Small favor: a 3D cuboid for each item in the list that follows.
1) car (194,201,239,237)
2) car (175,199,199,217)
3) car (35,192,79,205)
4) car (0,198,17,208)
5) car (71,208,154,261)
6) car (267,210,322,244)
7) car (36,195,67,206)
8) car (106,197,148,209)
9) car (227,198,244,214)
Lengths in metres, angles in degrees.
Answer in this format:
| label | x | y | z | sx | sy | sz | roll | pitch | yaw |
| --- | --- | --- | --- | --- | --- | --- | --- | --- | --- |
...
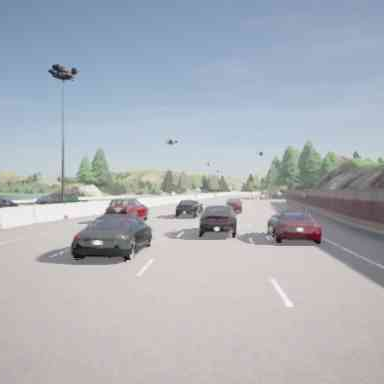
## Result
| label | x | y | z | sx | sy | sz | roll | pitch | yaw |
| --- | --- | --- | --- | --- | --- | --- | --- | --- | --- |
| car | 1.459 | 1.448 | 17.738 | 1.837 | 1.490 | 4.892 | 0 | 0 | 7 |
| car | -0.209 | 1.401 | 29.344 | 1.837 | 1.490 | 4.892 | 0 | 0 | 10 |
| car | -13.745 | 1.045 | 34.338 | 2.150 | 2.045 | 5.566 | 0 | 0 | 10 |
| car | -18.051 | 1.326 | 30.128 | 1.837 | 1.490 | 4.892 | 0 | 0 | 10 |
| car | -2.706 | 1.510 | 12.139 | 1.994 | 1.385 | 4.181 | 0 | 0 | 5 |
| car | 4.745 | 1.527 | 15.844 | 1.994 | 1.385 | 4.181 | 0 | 0 | 7 |
| car | -21.418 | 1.212 | 51.053 | 1.882 | 1.535 | 5.008 | 0 | 0 | 11 |
| car | -4.615 | 1.248 | 24.246 | 2.097 | 1.767 | 4.553 | 0 | 0 | 9 |
| car | 4.460 | 1.418 | 35.728 | 1.812 | 1.442 | 4.674 | 0 | 0 | 10 |
